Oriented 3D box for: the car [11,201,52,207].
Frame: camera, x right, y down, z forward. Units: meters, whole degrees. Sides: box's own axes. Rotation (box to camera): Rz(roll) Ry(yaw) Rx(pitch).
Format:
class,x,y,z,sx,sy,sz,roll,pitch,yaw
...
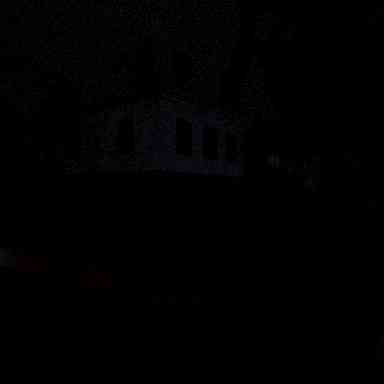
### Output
class,x,y,z,sx,sy,sz,roll,pitch,yaw
car,-14.643,1.528,29.155,2.033,1.411,5.357,0,0,29
